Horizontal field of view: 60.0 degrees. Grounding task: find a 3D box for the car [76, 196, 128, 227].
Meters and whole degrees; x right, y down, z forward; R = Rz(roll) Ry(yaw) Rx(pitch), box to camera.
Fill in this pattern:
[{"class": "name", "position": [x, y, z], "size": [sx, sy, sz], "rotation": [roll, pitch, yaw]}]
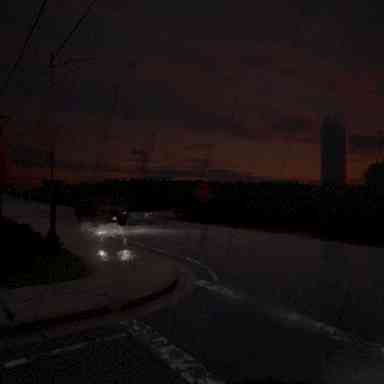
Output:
[{"class": "car", "position": [-6.500, 1.323, 23.468], "size": [2.150, 2.045, 5.566], "rotation": [0, 0, -35]}]
